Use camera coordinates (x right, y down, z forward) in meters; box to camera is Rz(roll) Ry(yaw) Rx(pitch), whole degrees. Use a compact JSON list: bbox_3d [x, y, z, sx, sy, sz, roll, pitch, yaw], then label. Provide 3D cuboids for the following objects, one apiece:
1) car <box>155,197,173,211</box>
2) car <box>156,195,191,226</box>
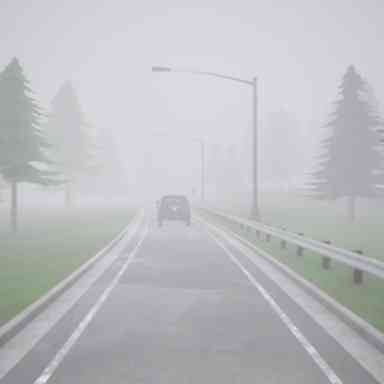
[{"bbox_3d":[-3.673,1.496,42.939,2.128,1.511,4.902,0,0,-8],"label":"car"},{"bbox_3d":[-1.365,1.222,23.761,2.150,2.045,5.566,0,0,-6],"label":"car"}]
